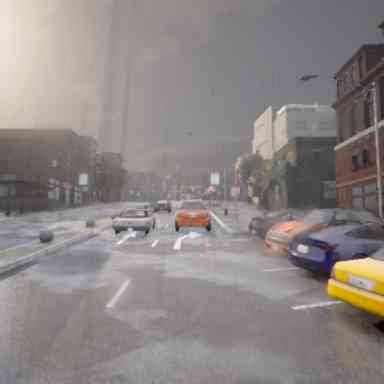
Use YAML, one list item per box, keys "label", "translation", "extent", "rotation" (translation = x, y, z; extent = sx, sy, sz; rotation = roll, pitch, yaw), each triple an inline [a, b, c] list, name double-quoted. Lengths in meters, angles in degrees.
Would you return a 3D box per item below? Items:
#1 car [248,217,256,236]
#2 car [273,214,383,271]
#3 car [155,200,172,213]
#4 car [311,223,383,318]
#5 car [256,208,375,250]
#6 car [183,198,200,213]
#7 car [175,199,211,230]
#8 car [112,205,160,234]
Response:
- label: "car"
  translation: [4.978, 1.520, 15.405]
  extent: [4.892, 1.521, 2.231]
  rotation: [1, 0, -20]
- label: "car"
  translation: [5.033, 1.534, 9.319]
  extent: [4.792, 1.488, 2.163]
  rotation: [1, 0, -20]
- label: "car"
  translation: [-3.309, 1.599, 38.432]
  extent: [1.812, 1.442, 4.674]
  rotation: [0, 0, 0]
- label: "car"
  translation: [5.180, 1.497, 6.325]
  extent: [5.366, 1.575, 1.946]
  rotation: [1, 0, -20]
- label: "car"
  translation: [5.032, 1.386, 12.363]
  extent: [4.553, 1.767, 2.185]
  rotation: [1, 0, -20]
- label: "car"
  translation: [-0.064, 1.554, 39.189]
  extent: [1.882, 1.535, 5.008]
  rotation: [0, 0, 0]
- label: "car"
  translation: [0.040, 1.394, 21.286]
  extent: [2.097, 1.767, 4.553]
  rotation: [0, 0, 0]
- label: "car"
  translation: [-3.198, 1.638, 19.342]
  extent: [1.895, 1.301, 4.718]
  rotation: [0, 0, 0]
